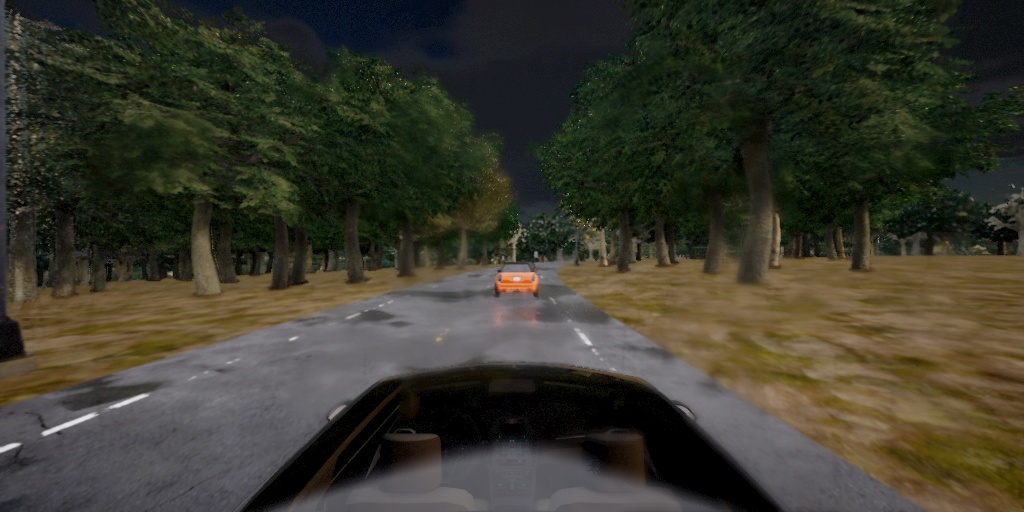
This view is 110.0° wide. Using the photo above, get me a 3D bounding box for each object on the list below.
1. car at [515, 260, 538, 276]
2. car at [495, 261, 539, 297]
[{"bbox_3d":[1.536,1.183,37.107,2.033,1.411,5.357,0,0,6],"label":"car"},{"bbox_3d":[0.292,1.070,18.620,2.097,1.767,4.553,0,0,2],"label":"car"}]
